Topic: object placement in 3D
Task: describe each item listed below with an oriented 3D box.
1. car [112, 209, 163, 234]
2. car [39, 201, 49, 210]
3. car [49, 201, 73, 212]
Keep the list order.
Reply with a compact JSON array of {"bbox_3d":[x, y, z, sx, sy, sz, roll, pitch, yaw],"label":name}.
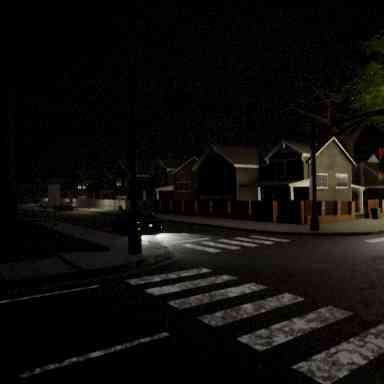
[{"bbox_3d":[-3.481,1.769,20.762,1.994,1.385,4.181,-1,0,-34],"label":"car"},{"bbox_3d":[-24.210,2.187,55.555,1.994,1.385,4.181,-1,0,-35],"label":"car"},{"bbox_3d":[-18.235,1.985,47.025,2.128,1.511,4.902,-1,0,-34],"label":"car"}]
